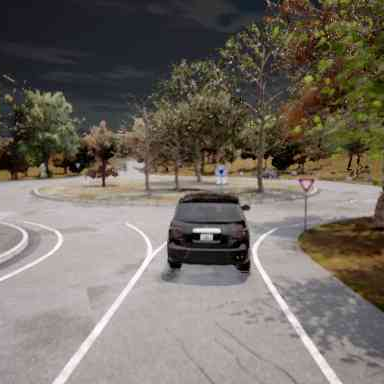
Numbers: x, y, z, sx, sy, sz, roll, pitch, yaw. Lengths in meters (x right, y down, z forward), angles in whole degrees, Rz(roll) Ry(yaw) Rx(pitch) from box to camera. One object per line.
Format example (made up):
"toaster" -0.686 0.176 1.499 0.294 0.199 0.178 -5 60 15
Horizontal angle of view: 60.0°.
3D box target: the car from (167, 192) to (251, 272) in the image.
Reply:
"car" 0.659 1.011 10.468 2.150 2.045 5.566 0 3 7

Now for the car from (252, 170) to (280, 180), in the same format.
"car" 12.259 -2.908 55.650 4.902 1.511 2.128 5 8 43
